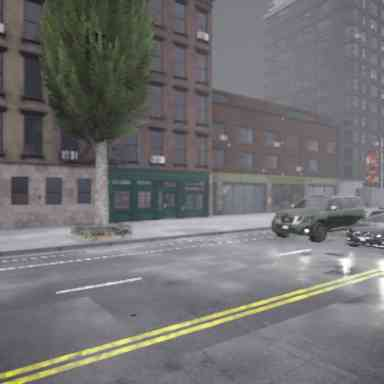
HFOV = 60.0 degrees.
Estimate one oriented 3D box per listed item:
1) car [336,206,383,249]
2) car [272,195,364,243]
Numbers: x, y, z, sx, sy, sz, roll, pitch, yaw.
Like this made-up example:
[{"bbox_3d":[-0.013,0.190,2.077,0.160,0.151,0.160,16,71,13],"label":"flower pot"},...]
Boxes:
[{"bbox_3d":[8.184,1.468,13.508,4.892,1.490,1.837,0,0,-35],"label":"car"},{"bbox_3d":[6.345,1.185,16.189,5.566,2.045,2.150,0,0,-35],"label":"car"}]
